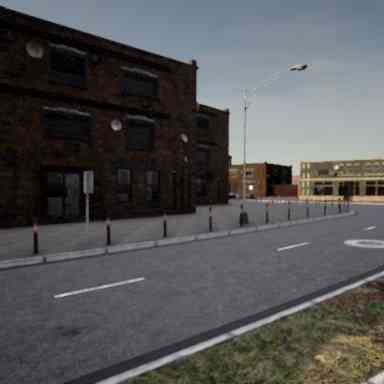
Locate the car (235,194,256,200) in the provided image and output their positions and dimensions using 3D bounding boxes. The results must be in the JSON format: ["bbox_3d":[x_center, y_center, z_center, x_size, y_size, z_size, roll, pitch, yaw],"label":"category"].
[{"bbox_3d":[12.265,1.097,72.911,2.163,1.488,4.792,1,0,42],"label":"car"}]

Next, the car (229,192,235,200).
[{"bbox_3d":[8.245,0.890,76.567,2.185,1.767,4.553,1,0,42],"label":"car"}]
